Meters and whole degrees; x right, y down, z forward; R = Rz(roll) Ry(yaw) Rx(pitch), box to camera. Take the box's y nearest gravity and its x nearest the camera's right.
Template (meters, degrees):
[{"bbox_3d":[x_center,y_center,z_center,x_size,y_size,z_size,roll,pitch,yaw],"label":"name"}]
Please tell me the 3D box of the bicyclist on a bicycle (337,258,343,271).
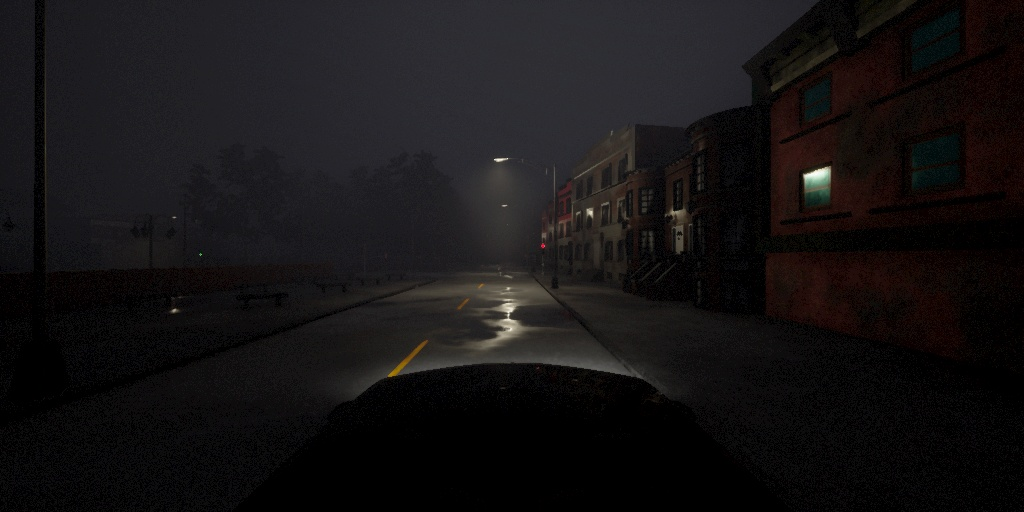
[{"bbox_3d":[-21.933,1.098,45.752,0.582,1.620,1.656,0,0,0],"label":"bicyclist on a bicycle"}]
